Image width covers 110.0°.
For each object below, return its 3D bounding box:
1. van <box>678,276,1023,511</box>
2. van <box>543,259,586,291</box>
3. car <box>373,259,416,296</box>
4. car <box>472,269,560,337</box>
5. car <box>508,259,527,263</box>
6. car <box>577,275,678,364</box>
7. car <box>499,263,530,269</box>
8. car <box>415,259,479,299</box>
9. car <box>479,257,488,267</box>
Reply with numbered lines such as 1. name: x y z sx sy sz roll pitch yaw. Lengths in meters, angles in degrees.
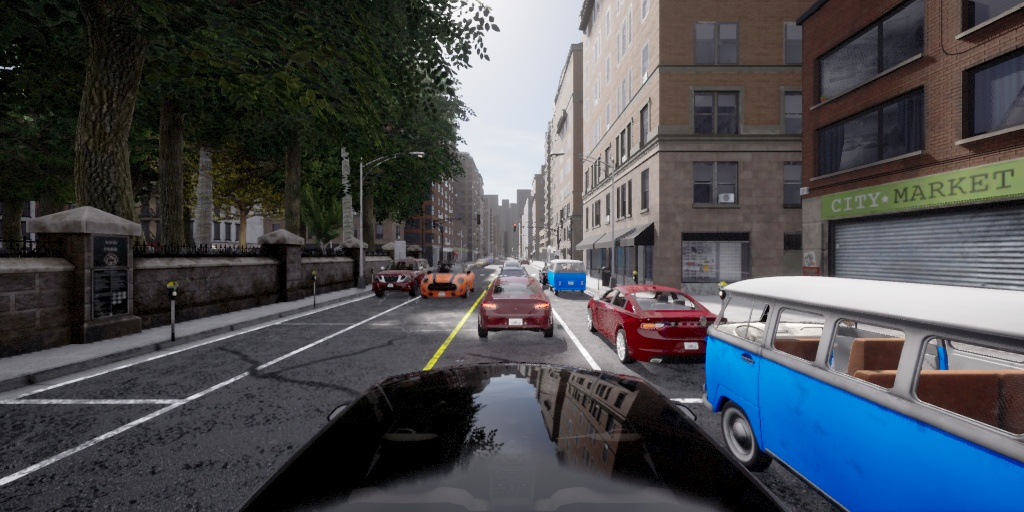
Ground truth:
1. van: 2.857 1.091 2.275 1.690 1.789 3.998 0 0 0
2. van: 2.858 1.086 19.258 1.690 1.789 3.998 0 0 0
3. car: -5.667 1.060 19.218 2.192 1.841 5.009 0 0 0
4. car: 0.096 1.275 10.138 1.812 1.442 4.674 0 0 0
5. car: 0.006 1.243 29.461 1.837 1.490 4.892 0 0 0
6. car: 2.857 1.294 7.936 1.888 1.381 4.507 0 0 0
7. car: 0.098 1.292 19.716 2.033 1.411 5.357 0 0 1
8. car: -3.081 1.098 18.040 2.097 1.767 4.553 0 0 0
9. car: -5.663 1.230 62.737 1.751 1.417 4.829 0 0 0
